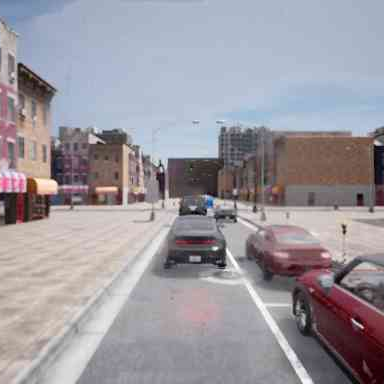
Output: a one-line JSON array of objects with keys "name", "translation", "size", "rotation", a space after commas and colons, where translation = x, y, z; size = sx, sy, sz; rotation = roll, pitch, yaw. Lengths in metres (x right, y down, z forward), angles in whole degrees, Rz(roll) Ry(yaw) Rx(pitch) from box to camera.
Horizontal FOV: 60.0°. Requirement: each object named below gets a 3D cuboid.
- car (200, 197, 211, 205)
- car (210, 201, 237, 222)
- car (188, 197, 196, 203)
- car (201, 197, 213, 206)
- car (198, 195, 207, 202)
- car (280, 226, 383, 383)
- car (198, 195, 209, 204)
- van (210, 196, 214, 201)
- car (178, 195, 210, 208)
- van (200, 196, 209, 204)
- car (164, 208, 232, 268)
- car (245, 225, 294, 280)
[{"name": "car", "translation": [2.605, 1.720, 64.696], "size": [1.967, 1.590, 4.097], "rotation": [0, 0, 0]}, {"name": "car", "translation": [2.623, 1.643, 26.743], "size": [2.008, 1.369, 4.403], "rotation": [0, 0, 0]}, {"name": "car", "translation": [-0.039, 1.910, 82.948], "size": [2.033, 1.411, 5.357], "rotation": [0, 0, 0]}, {"name": "car", "translation": [2.607, 1.691, 59.221], "size": [1.967, 1.590, 4.097], "rotation": [0, 0, 0]}, {"name": "car", "translation": [2.594, 1.715, 86.598], "size": [2.192, 1.841, 5.009], "rotation": [0, 0, 0]}, {"name": "car", "translation": [2.635, 1.451, 4.026], "size": [1.967, 1.590, 4.097], "rotation": [0, 0, 0]}, {"name": "car", "translation": [2.598, 1.654, 75.645], "size": [2.192, 1.841, 5.009], "rotation": [0, 0, 0]}, {"name": "van", "translation": [2.610, 1.564, 53.746], "size": [1.690, 1.788, 3.998], "rotation": [0, 0, 0]}, {"name": "car", "translation": [0.071, 1.314, 26.535], "size": [2.150, 2.045, 5.566], "rotation": [0, 0, 0]}, {"name": "van", "translation": [2.602, 1.650, 70.172], "size": [1.690, 1.788, 3.998], "rotation": [0, 0, 0]}, {"name": "car", "translation": [0.089, 1.539, 11.345], "size": [1.837, 1.490, 4.892], "rotation": [0, 0, 0]}, {"name": "car", "translation": [2.632, 1.609, 9.705], "size": [1.802, 1.307, 4.206], "rotation": [0, 0, 0]}]
